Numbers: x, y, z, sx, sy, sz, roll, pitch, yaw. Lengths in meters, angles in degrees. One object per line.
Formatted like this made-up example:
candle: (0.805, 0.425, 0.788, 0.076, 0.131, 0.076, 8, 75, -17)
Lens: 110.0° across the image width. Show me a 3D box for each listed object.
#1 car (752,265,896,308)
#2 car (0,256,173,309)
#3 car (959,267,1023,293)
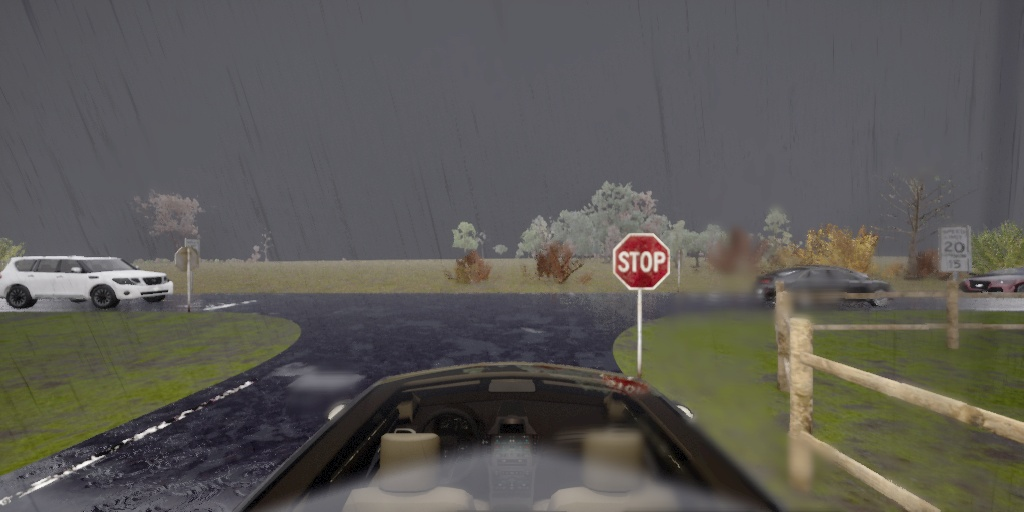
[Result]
car: (12.526, 1.215, 14.530, 4.892, 1.490, 1.837, 0, -1, 0)
car: (-17.415, 1.010, 14.780, 5.566, 2.045, 2.150, 0, 0, 0)
car: (24.538, 1.245, 17.294, 4.181, 1.385, 1.994, 0, 0, 1)
